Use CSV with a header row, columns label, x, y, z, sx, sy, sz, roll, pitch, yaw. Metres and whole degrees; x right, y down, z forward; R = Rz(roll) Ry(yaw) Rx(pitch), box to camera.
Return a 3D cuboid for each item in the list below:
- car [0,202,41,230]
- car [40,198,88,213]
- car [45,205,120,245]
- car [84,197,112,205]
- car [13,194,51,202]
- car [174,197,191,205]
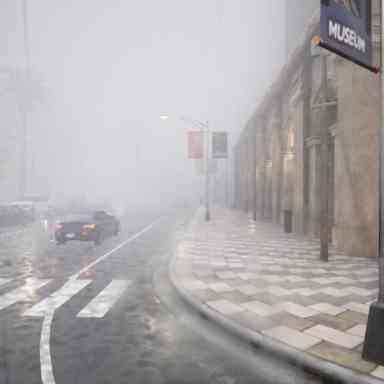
label,x,y,z,sx,sy,sz,roll,pitch,yaw
car,-11.627,1.547,20.176,2.033,1.411,5.357,0,0,2
car,-11.267,1.526,29.597,1.812,1.442,4.674,0,0,3
car,-4.688,1.543,15.390,1.812,1.442,4.674,0,0,2
car,-10.823,1.526,39.477,1.812,1.442,4.674,0,0,3
car,-14.737,1.221,30.485,2.150,2.045,5.566,0,0,2
car,-1.673,1.573,59.831,1.994,1.385,4.181,-1,0,21
